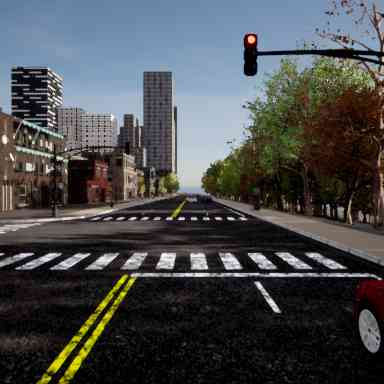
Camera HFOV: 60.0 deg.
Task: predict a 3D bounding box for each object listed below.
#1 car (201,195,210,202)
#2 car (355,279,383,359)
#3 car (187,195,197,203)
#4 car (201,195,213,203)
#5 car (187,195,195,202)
[{"bbox_3d":[3.076,1.465,76.301,1.837,1.490,4.892,0,0,0],"label":"car"},{"bbox_3d":[3.343,1.477,2.940,1.882,1.535,5.008,0,0,0],"label":"car"},{"bbox_3d":[-0.051,1.573,65.120,1.895,1.301,4.718,0,0,0],"label":"car"},{"bbox_3d":[3.196,1.519,65.807,2.033,1.411,5.357,0,0,0],"label":"car"},{"bbox_3d":[-0.178,1.464,77.360,1.837,1.490,4.892,0,0,0],"label":"car"}]
